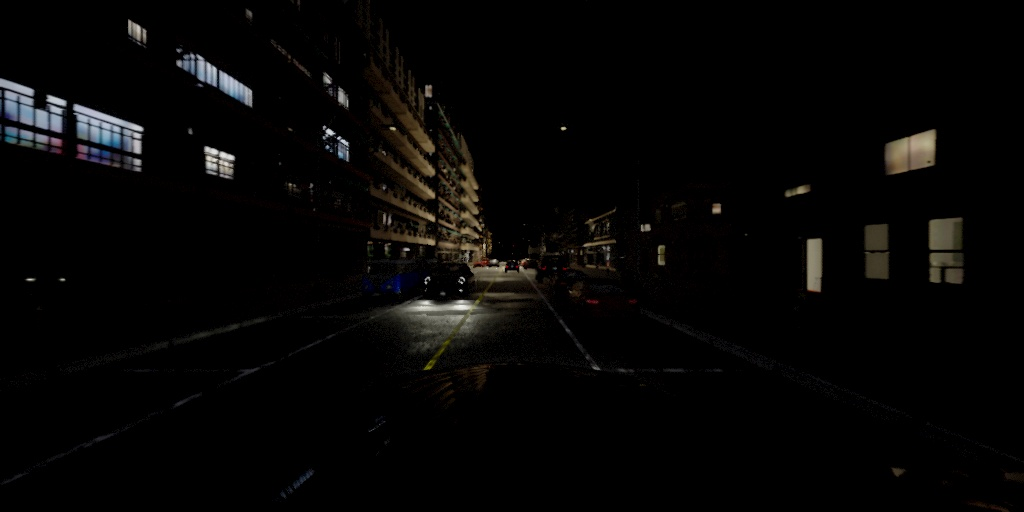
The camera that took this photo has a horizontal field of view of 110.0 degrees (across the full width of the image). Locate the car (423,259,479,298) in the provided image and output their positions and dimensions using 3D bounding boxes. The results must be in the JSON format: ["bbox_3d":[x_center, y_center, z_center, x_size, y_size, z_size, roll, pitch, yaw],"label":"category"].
[{"bbox_3d":[-3.094,1.104,18.311,2.097,1.767,4.553,0,0,0],"label":"car"}]

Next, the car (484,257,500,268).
[{"bbox_3d":[-3.015,1.336,60.309,2.033,1.411,5.357,0,0,1],"label":"car"}]

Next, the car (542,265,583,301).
[{"bbox_3d":[2.693,1.297,17.090,1.888,1.381,4.507,0,0,0],"label":"car"}]

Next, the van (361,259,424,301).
[{"bbox_3d":[-5.687,1.092,17.095,1.690,1.789,3.998,0,0,0],"label":"van"}]

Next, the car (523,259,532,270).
[{"bbox_3d":[2.700,1.358,51.270,1.802,1.307,4.207,0,0,0],"label":"car"}]

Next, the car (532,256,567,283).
[{"bbox_3d":[3.005,0.982,28.129,2.150,2.045,5.566,0,0,0],"label":"car"}]

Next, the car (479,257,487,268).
[{"bbox_3d":[-5.679,1.374,62.667,1.802,1.307,4.207,0,0,0],"label":"car"}]

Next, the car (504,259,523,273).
[{"bbox_3d":[0.039,1.316,44.723,2.033,1.411,5.357,0,0,1],"label":"car"}]

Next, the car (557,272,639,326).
[{"bbox_3d":[2.692,1.332,11.393,1.802,1.307,4.207,0,0,0],"label":"car"}]
